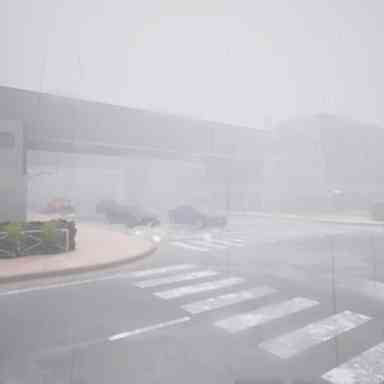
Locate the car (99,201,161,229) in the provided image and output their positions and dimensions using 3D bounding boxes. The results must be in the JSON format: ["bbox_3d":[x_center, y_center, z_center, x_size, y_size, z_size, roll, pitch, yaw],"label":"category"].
[{"bbox_3d":[-4.157,1.601,22.629,2.033,1.411,5.357,0,0,-36],"label":"car"}]

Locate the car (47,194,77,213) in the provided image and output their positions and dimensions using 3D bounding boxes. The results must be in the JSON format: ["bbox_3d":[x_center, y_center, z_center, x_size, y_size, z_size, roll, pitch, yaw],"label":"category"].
[{"bbox_3d":[-14.729,1.406,37.257,2.097,1.767,4.553,0,0,-35],"label":"car"}]

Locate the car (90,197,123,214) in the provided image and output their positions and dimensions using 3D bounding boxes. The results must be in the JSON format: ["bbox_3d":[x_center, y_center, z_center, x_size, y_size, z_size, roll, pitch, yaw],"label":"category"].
[{"bbox_3d":[-8.621,1.564,34.771,2.128,1.511,4.902,0,0,-36],"label":"car"}]

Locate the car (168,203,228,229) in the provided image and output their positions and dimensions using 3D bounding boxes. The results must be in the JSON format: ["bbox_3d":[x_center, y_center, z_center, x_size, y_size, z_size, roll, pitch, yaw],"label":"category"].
[{"bbox_3d":[0.297,1.552,22.467,1.882,1.535,5.008,0,0,-36],"label":"car"}]

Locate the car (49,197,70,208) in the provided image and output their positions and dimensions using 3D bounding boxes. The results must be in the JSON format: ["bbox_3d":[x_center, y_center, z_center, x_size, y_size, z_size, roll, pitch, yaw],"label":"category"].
[{"bbox_3d":[-20.612,1.554,51.497,1.882,1.535,5.008,0,0,-36],"label":"car"}]
